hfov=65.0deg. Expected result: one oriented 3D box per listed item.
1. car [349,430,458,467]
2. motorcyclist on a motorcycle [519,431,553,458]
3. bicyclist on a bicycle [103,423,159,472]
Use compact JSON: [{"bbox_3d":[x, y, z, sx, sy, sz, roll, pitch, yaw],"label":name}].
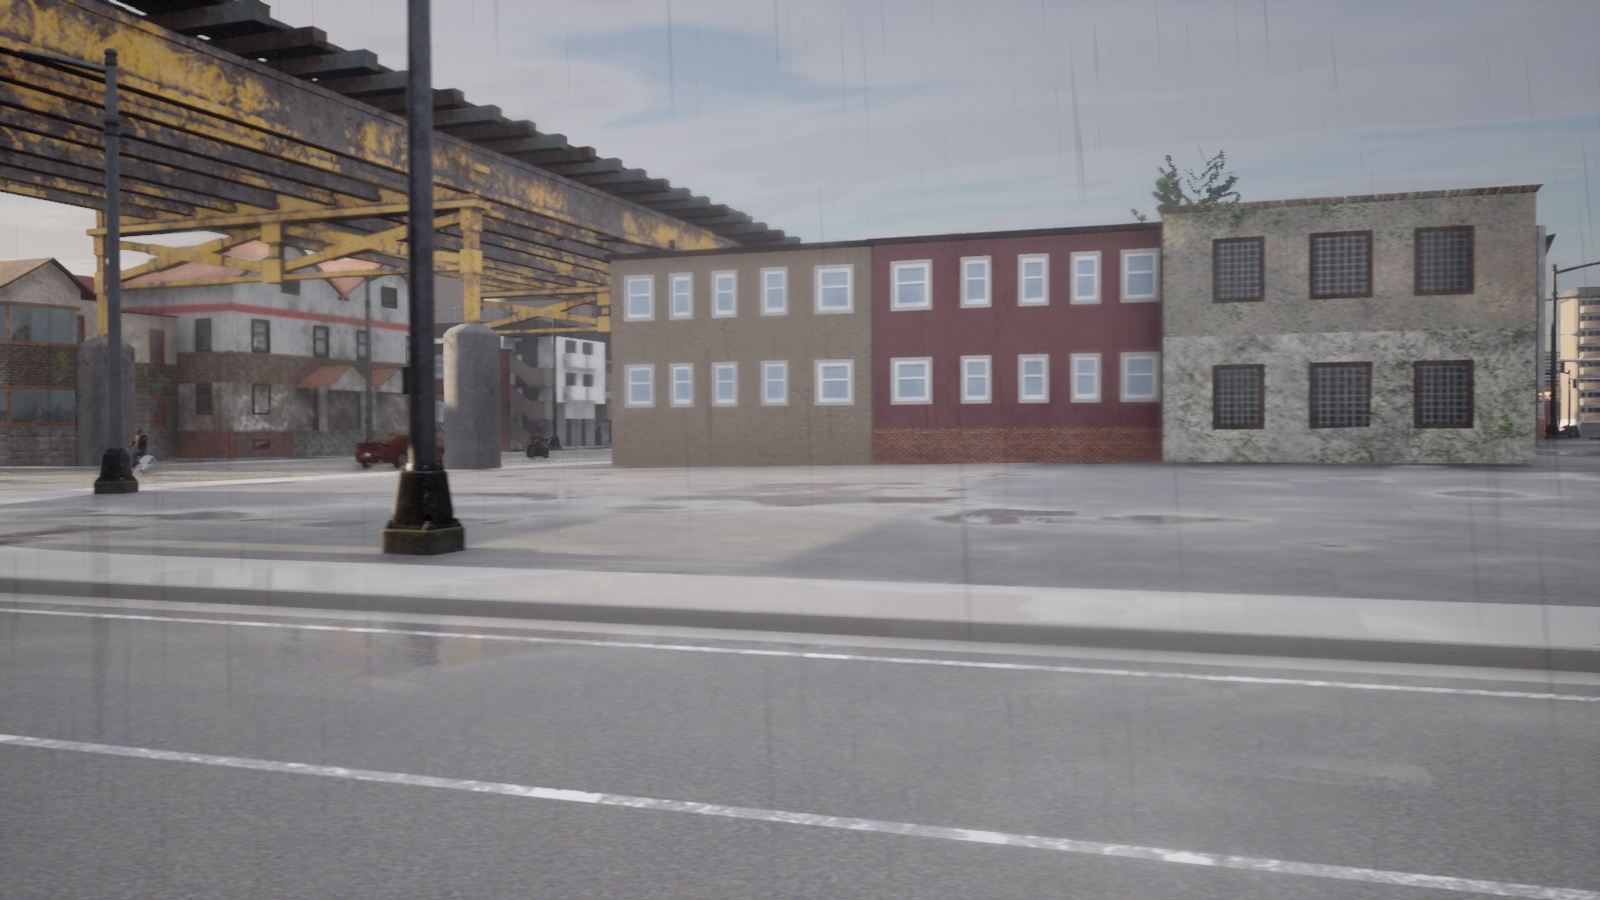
[{"bbox_3d":[-17.246,-0.118,54.884,1.882,1.535,5.008,1,1,20],"label":"car"},{"bbox_3d":[-14.998,-0.314,71.364,0.866,1.530,2.191,1,1,20],"label":"motorcyclist on a motorcycle"},{"bbox_3d":[-24.308,-0.101,45.663,0.659,1.776,1.843,1,1,20],"label":"bicyclist on a bicycle"}]
